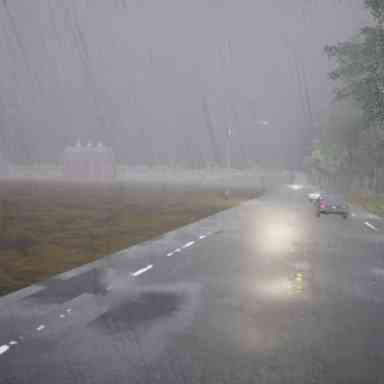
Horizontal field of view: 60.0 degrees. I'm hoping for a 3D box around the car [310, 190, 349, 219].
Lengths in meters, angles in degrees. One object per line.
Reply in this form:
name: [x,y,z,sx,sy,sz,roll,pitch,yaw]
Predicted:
car: [9.094,0.869,21.861,2.033,1.411,5.357,3,3,18]
